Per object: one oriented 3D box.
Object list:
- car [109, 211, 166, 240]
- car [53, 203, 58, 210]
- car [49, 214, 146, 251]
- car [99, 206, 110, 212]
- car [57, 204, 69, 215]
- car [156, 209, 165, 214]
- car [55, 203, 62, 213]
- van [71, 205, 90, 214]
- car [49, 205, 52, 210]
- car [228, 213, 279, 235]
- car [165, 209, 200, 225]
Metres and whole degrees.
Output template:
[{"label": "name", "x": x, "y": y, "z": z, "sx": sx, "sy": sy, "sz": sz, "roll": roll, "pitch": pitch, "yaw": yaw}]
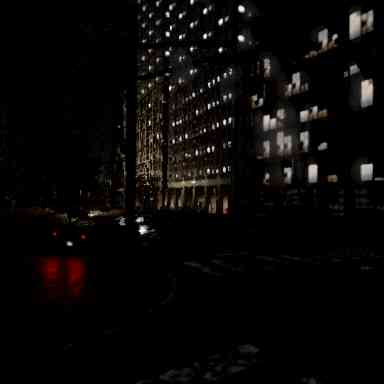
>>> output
[{"label": "car", "x": -3.401, "y": 2.022, "z": 19.316, "sx": 2.008, "sy": 1.369, "sz": 4.403, "roll": 0, "pitch": -1, "yaw": -26}, {"label": "car", "x": -25.464, "y": 3.331, "z": 64.864, "sx": 1.887, "sy": 1.381, "sz": 4.507, "roll": 0, "pitch": -1, "yaw": -26}, {"label": "car", "x": -4.093, "y": 1.838, "z": 15.045, "sx": 1.895, "sy": 1.301, "sz": 4.718, "roll": 3, "pitch": -2, "yaw": 17}, {"label": "car", "x": -17.922, "y": 3.501, "z": 68.513, "sx": 1.802, "sy": 1.307, "sz": 4.206, "roll": 0, "pitch": -1, "yaw": -26}, {"label": "car", "x": -20.562, "y": 3.038, "z": 54.742, "sx": 2.008, "sy": 1.369, "sz": 4.403, "roll": 0, "pitch": -1, "yaw": -26}, {"label": "car", "x": -3.213, "y": 2.599, "z": 38.149, "sx": 1.947, "sy": 1.339, "sz": 4.313, "roll": 0, "pitch": -1, "yaw": -26}, {"label": "car", "x": -22.940, "y": 3.157, "z": 59.651, "sx": 1.752, "sy": 1.417, "sz": 4.829, "roll": 0, "pitch": -1, "yaw": -26}, {"label": "van", "x": -13.210, "y": 2.387, "z": 39.565, "sx": 1.690, "sy": 1.788, "sz": 3.998, "roll": 0, "pitch": -1, "yaw": -26}, {"label": "car", "x": -32.818, "y": 3.784, "z": 80.045, "sx": 1.887, "sy": 1.381, "sz": 4.507, "roll": 0, "pitch": -1, "yaw": -26}, {"label": "car", "x": 4.141, "y": 2.154, "z": 22.966, "sx": 2.008, "sy": 1.369, "sz": 4.403, "roll": 0, "pitch": -1, "yaw": -26}, {"label": "car", "x": -0.762, "y": 2.455, "z": 33.088, "sx": 1.947, "sy": 1.339, "sz": 4.313, "roll": 0, "pitch": -1, "yaw": -26}]
